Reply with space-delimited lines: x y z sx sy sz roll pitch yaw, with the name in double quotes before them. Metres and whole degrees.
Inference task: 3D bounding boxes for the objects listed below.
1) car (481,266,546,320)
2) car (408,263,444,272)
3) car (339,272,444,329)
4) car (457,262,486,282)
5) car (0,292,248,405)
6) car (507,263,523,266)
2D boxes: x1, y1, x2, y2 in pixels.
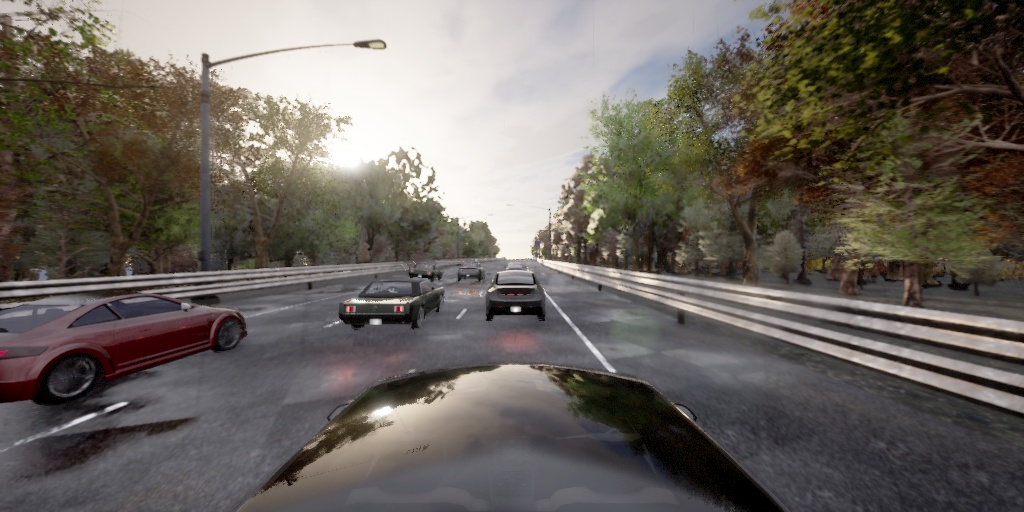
"car" 0.115 1.262 12.561 1.837 1.490 4.892 0 0 0
"car" -6.626 1.258 28.168 1.895 1.301 4.718 8 -2 0
"car" -3.397 1.356 11.175 1.895 1.301 4.718 0 0 0
"car" -3.244 1.258 29.191 2.128 1.511 4.902 0 0 1
"car" -6.916 1.316 6.293 1.994 1.385 4.181 0 0 0
"car" 0.277 1.292 30.773 1.812 1.442 4.674 0 0 1
